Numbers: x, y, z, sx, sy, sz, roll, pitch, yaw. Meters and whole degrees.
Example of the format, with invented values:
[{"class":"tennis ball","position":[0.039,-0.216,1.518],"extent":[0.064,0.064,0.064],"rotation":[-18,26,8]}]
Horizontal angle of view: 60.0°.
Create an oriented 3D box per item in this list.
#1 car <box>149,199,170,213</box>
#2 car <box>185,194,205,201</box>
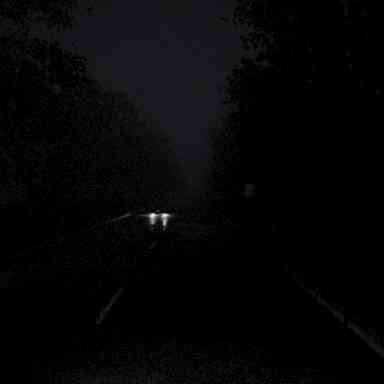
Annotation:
[{"class":"car","position":[-3.344,1.464,35.542],"extent":[2.033,1.411,5.357],"rotation":[0,0,0]},{"class":"car","position":[0.763,1.249,76.173],"extent":[2.033,1.411,5.357],"rotation":[3,2,44]}]
